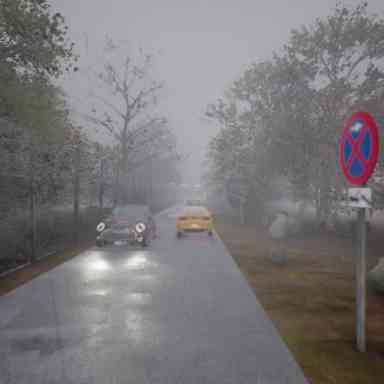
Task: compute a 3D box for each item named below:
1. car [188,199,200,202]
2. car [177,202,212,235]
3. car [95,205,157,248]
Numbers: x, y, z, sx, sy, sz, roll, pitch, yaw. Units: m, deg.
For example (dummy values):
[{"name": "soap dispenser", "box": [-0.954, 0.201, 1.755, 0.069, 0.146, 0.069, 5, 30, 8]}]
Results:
[{"name": "car", "box": [0.225, 1.597, 39.862, 2.097, 1.767, 4.553, 0, 0, 0]}, {"name": "car", "box": [0.135, 1.565, 19.364, 1.882, 1.535, 5.008, 0, 0, 0]}, {"name": "car", "box": [-2.822, 1.404, 15.047, 2.097, 1.767, 4.553, 0, -1, 0]}]
